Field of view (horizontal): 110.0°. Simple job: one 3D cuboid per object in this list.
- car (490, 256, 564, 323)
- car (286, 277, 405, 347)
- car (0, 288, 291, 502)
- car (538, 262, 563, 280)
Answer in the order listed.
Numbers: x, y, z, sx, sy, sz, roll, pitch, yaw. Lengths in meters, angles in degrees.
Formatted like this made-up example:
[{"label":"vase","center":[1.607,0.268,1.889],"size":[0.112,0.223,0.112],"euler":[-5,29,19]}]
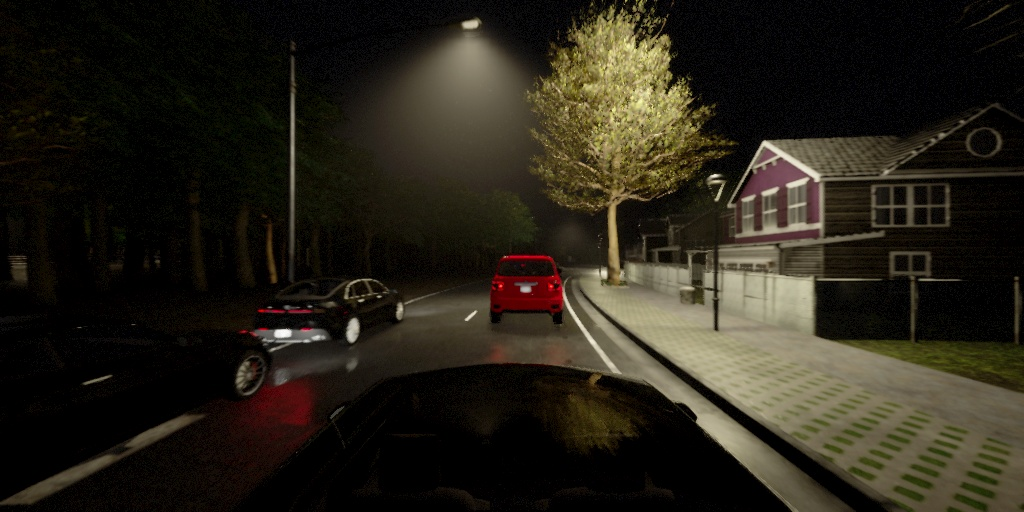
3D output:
[{"label":"car","center":[0.559,1.009,12.457],"size":[2.150,2.045,5.566],"euler":[0,0,4]},{"label":"car","center":[-4.364,1.278,9.450],"size":[1.837,1.490,4.892],"euler":[0,0,3]},{"label":"car","center":[-4.553,1.277,3.480],"size":[1.812,1.442,4.674],"euler":[0,0,1]},{"label":"car","center":[3.781,1.374,34.225],"size":[1.837,1.490,4.892],"euler":[0,0,12]}]
